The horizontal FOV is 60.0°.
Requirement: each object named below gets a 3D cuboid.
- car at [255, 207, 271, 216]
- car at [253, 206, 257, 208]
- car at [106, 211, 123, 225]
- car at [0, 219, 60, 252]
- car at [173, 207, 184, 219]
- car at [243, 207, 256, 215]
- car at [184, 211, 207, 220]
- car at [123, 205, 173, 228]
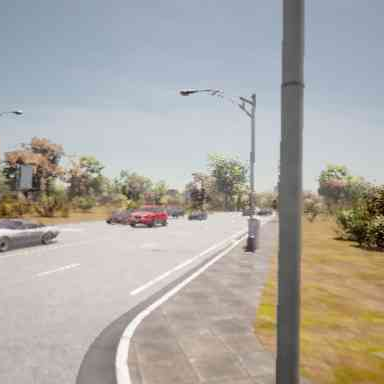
[{"bbox_3d":[16.402,4.794,76.725,1.837,1.490,4.892,1,-2,18],"label":"car"},{"bbox_3d":[16.360,4.795,87.628,2.150,2.045,5.566,1,-2,19],"label":"car"},{"bbox_3d":[-7.074,2.643,34.153,1.994,1.385,4.181,1,-2,16],"label":"car"},{"bbox_3d":[-8.543,1.967,15.917,1.895,1.301,4.718,1,-2,13],"label":"car"},{"bbox_3d":[-2.473,3.105,50.219,1.837,1.490,4.892,1,-2,16],"label":"car"},{"bbox_3d":[13.190,4.811,78.162,1.994,1.385,4.181,1,-2,18],"label":"car"},{"bbox_3d":[0.885,3.472,49.254,2.033,1.411,5.357,1,-2,16],"label":"car"},{"bbox_3d":[-4.077,2.298,31.869,2.150,2.045,5.566,1,-2,16],"label":"car"}]
